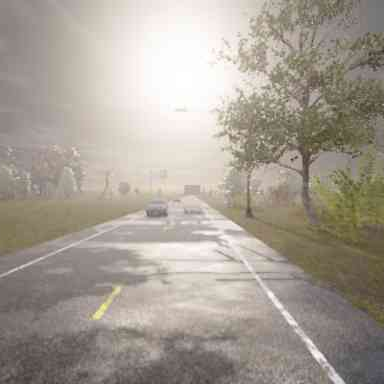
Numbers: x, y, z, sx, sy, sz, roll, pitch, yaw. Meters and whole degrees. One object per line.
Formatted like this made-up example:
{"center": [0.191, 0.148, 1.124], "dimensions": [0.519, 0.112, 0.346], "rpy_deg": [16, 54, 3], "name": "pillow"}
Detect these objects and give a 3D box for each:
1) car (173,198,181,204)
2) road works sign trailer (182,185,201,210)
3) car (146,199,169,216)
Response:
{"center": [-3.461, 2.005, 76.390], "dimensions": [1.895, 1.301, 4.718], "rpy_deg": [0, 0, 0], "name": "car"}
{"center": [0.024, 0.761, 47.565], "dimensions": [2.380, 3.560, 2.880], "rpy_deg": [0, 0, 0], "name": "road works sign trailer"}
{"center": [-3.573, 1.566, 34.860], "dimensions": [2.097, 1.767, 4.553], "rpy_deg": [0, 0, 0], "name": "car"}
